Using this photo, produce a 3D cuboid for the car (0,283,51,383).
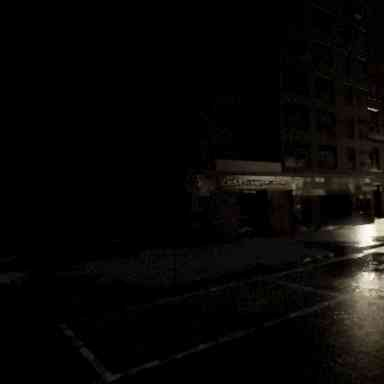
[{"bbox_3d":[-3.915,1.824,3.760,4.313,1.339,1.947,-1,-2,-35],"label":"car"}]
